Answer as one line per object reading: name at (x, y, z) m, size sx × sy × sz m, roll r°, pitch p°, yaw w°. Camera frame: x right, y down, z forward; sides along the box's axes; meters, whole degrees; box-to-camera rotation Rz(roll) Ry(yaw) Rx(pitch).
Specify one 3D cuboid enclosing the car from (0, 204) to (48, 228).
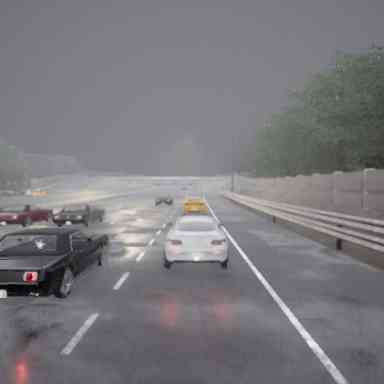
car at (-10.349, 1.403, 20.552) m, size 1.895 × 1.301 × 4.718 m, roll 0°, pitch 1°, yaw 0°

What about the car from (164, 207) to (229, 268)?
car at (0.132, 1.448, 10.916) m, size 1.812 × 1.442 × 4.674 m, roll 0°, pitch 1°, yaw 0°

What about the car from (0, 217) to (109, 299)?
car at (-3.490, 1.546, 8.272) m, size 1.895 × 1.301 × 4.718 m, roll 0°, pitch 0°, yaw 0°

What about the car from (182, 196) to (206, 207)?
car at (0.197, 1.123, 28.984) m, size 1.882 × 1.535 × 5.008 m, roll 0°, pitch 1°, yaw 0°

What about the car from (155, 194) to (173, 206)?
car at (-3.319, 0.954, 40.744) m, size 1.895 × 1.301 × 4.718 m, roll 0°, pitch 2°, yaw 0°

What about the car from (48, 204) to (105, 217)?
car at (-6.848, 1.401, 20.684) m, size 1.895 × 1.301 × 4.718 m, roll 0°, pitch 1°, yaw 0°

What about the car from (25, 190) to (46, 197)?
car at (-27.647, 0.371, 58.931) m, size 1.882 × 1.535 × 5.008 m, roll 0°, pitch 2°, yaw 1°
